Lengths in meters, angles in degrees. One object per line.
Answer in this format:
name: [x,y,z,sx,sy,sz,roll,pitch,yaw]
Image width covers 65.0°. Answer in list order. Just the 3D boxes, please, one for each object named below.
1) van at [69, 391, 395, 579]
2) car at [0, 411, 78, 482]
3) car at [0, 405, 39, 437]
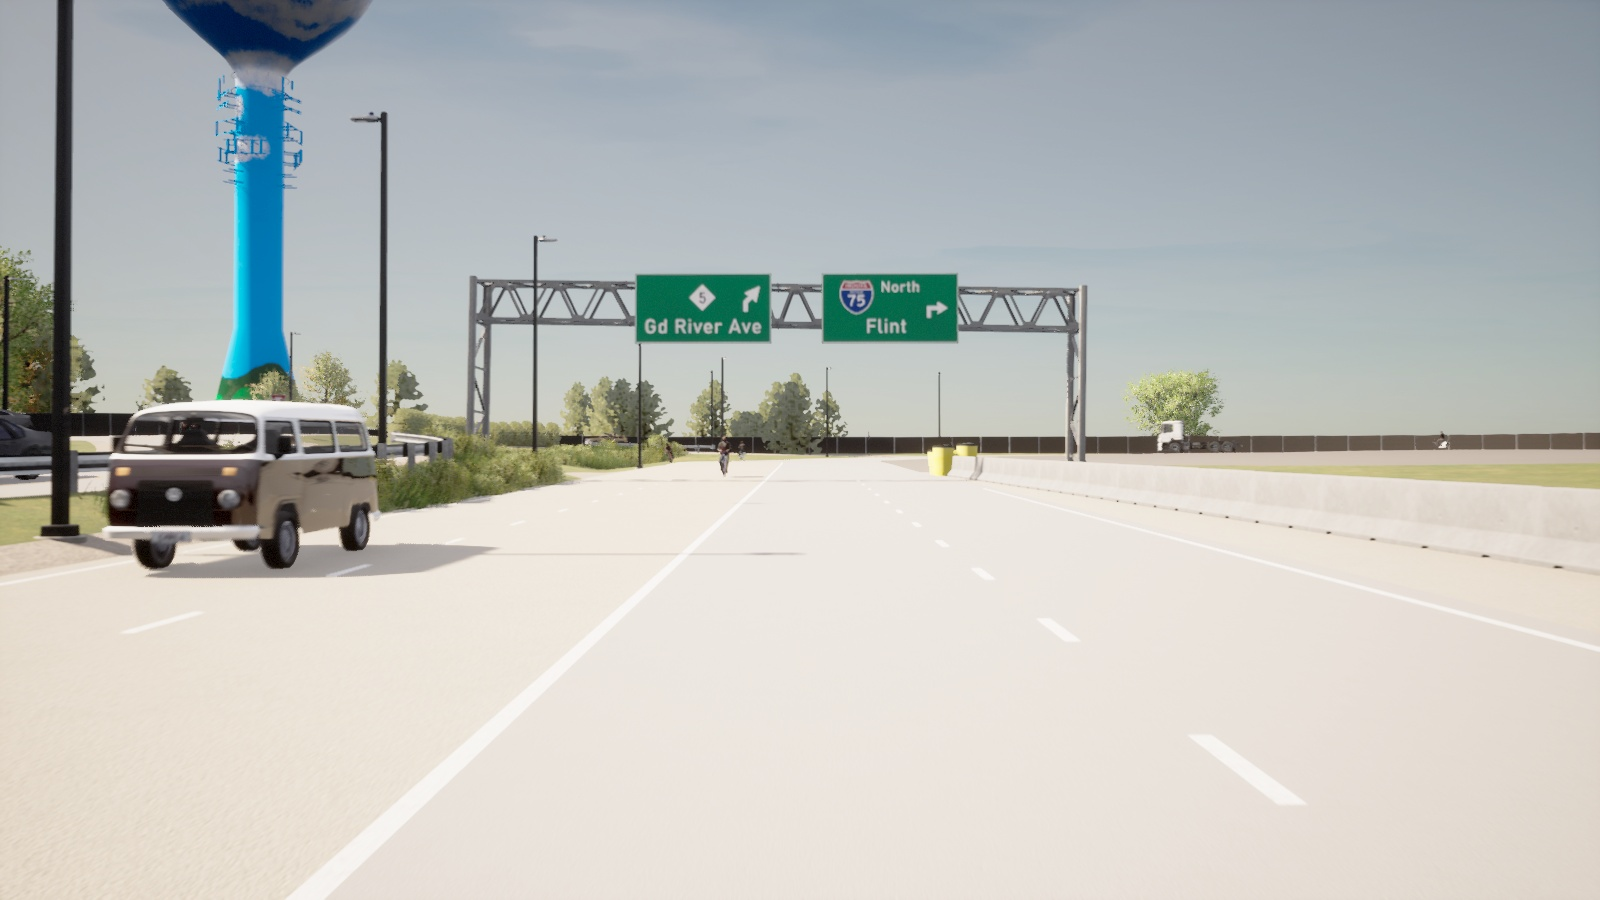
van: [-6.893,0.369,15.887,2.069,2.038,4.480,0,0,0]
car: [-17.153,-0.035,24.945,2.033,1.411,5.357,-1,2,7]
car: [-39.297,-1.362,59.711,2.128,1.511,4.902,1,2,35]
